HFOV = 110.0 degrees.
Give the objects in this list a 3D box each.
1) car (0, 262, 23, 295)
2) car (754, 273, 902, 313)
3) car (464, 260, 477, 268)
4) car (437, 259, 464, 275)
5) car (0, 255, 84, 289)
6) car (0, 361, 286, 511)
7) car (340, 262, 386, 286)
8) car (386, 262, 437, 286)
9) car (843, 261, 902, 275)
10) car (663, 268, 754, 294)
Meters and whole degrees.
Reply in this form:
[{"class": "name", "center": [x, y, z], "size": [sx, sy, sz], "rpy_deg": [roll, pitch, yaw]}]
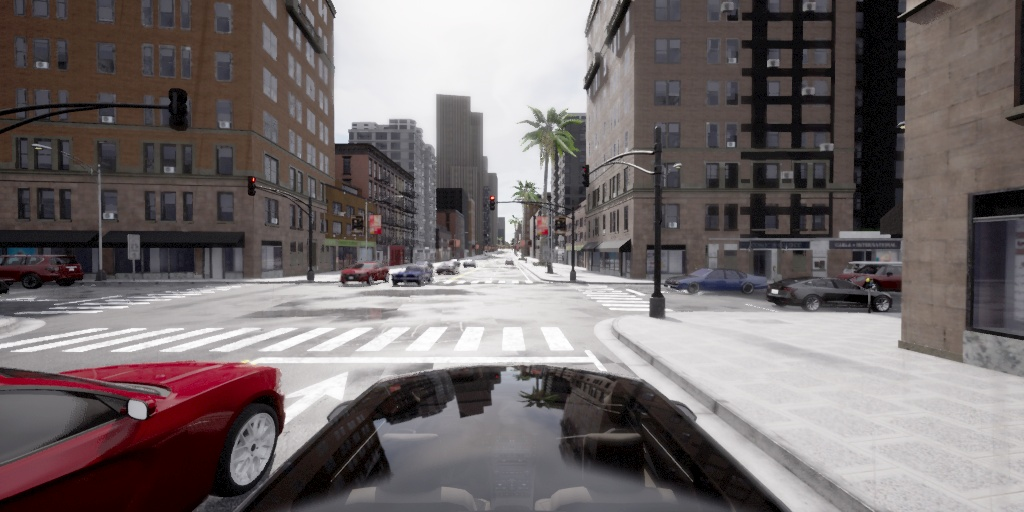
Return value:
[{"class": "car", "center": [-24.034, 1.126, 14.575], "size": [4.892, 1.490, 1.837], "rpy_deg": [1, 1, -9]}, {"class": "car", "center": [12.863, 1.514, 14.713], "size": [4.313, 1.339, 1.948], "rpy_deg": [0, 0, 0]}, {"class": "car", "center": [-7.010, 1.286, 59.593], "size": [1.994, 1.385, 4.181], "rpy_deg": [0, 0, 0]}, {"class": "car", "center": [-6.876, 1.289, 38.996], "size": [2.033, 1.411, 5.357], "rpy_deg": [0, 0, 0]}, {"class": "car", "center": [-27.280, 0.836, 19.908], "size": [5.009, 1.841, 2.192], "rpy_deg": [0, 0, -9]}, {"class": "car", "center": [-3.144, 1.228, 1.475], "size": [1.882, 1.535, 5.008], "rpy_deg": [0, 0, 1]}, {"class": "car", "center": [-10.018, 1.152, 24.782], "size": [1.882, 1.535, 5.008], "rpy_deg": [0, -1, 0]}, {"class": "car", "center": [-6.756, 1.310, 24.711], "size": [1.895, 1.301, 4.718], "rpy_deg": [1, 0, -1]}, {"class": "car", "center": [21.175, 1.279, 20.670], "size": [4.553, 1.767, 2.097], "rpy_deg": [0, 1, 0]}, {"class": "car", "center": [11.705, 1.401, 20.659], "size": [5.357, 1.411, 2.033], "rpy_deg": [0, 1, 0]}]
